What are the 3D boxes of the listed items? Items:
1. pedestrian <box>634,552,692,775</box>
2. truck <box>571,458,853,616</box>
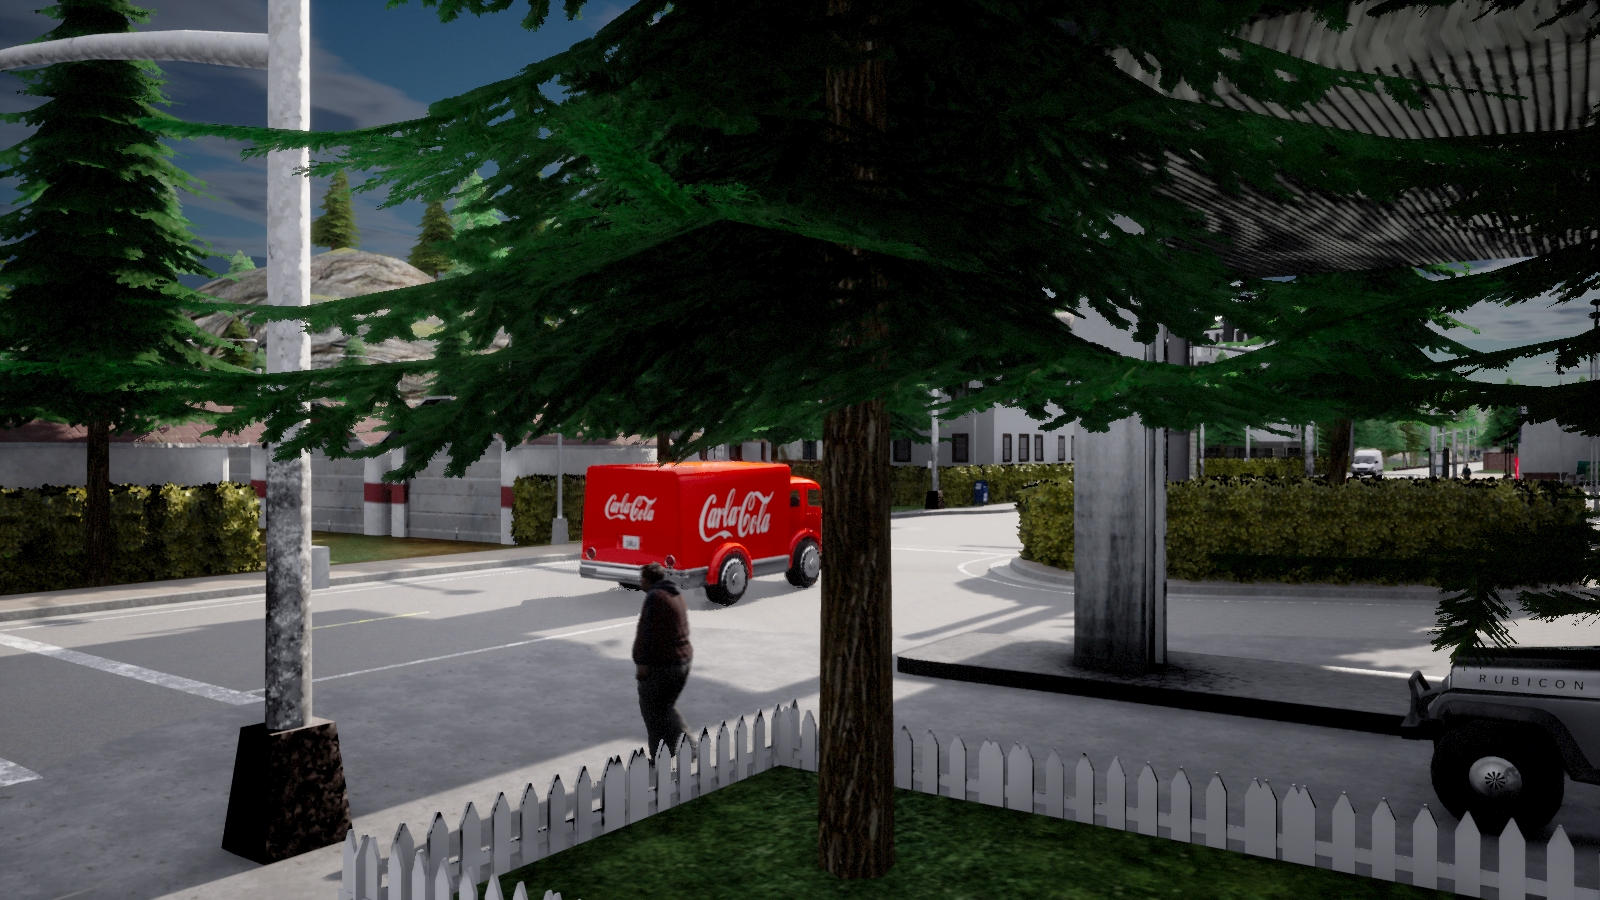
[{"bbox_3d":[-1.199,1.844,9.994,0.375,1.860,0.375,0,0,20],"label":"pedestrian"},{"bbox_3d":[-1.506,1.461,21.744,2.627,2.467,5.204,2,1,34],"label":"truck"}]
